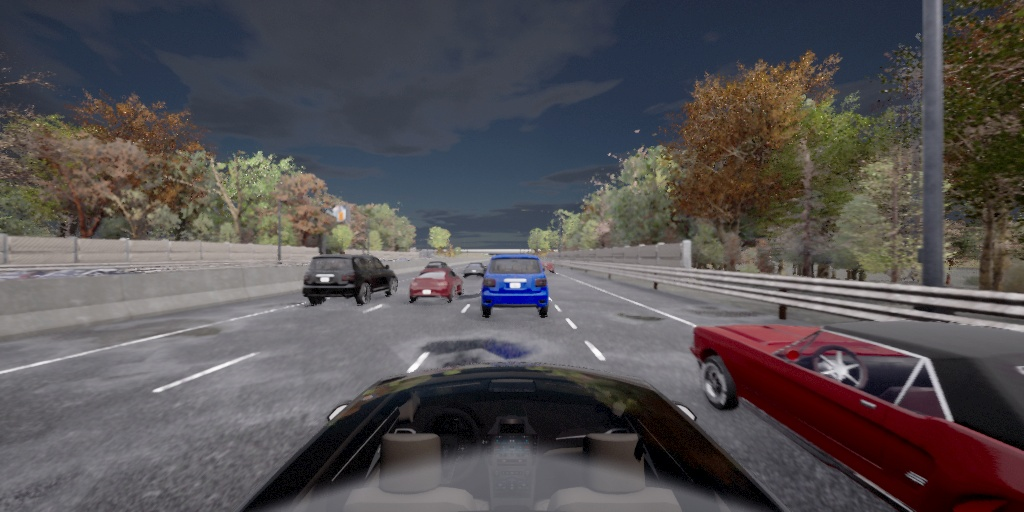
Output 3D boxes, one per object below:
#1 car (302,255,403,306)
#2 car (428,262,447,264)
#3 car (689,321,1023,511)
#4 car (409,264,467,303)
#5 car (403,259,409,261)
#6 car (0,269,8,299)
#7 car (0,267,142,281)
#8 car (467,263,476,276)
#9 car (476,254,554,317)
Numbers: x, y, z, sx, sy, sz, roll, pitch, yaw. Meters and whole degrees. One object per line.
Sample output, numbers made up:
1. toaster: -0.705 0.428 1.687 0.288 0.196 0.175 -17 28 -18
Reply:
1. car: -6.907 0.969 15.908 2.150 2.045 5.566 0 0 0
2. car: -6.909 1.257 33.661 1.837 1.490 4.892 0 0 0
3. car: 3.389 1.204 2.976 1.895 1.301 4.718 0 0 2
4. car: -3.401 1.273 16.599 1.812 1.442 4.674 0 0 0
5. car: -17.558 1.241 57.195 1.882 1.535 5.008 0 0 1
6. car: -24.604 1.294 14.085 2.033 1.411 5.357 0 0 0
7. car: -17.602 1.239 14.666 2.128 1.511 4.902 0 0 0
8. car: -3.405 1.316 34.108 1.994 1.385 4.181 0 0 0
9. car: 0.095 0.969 13.312 2.150 2.045 5.566 0 0 0
